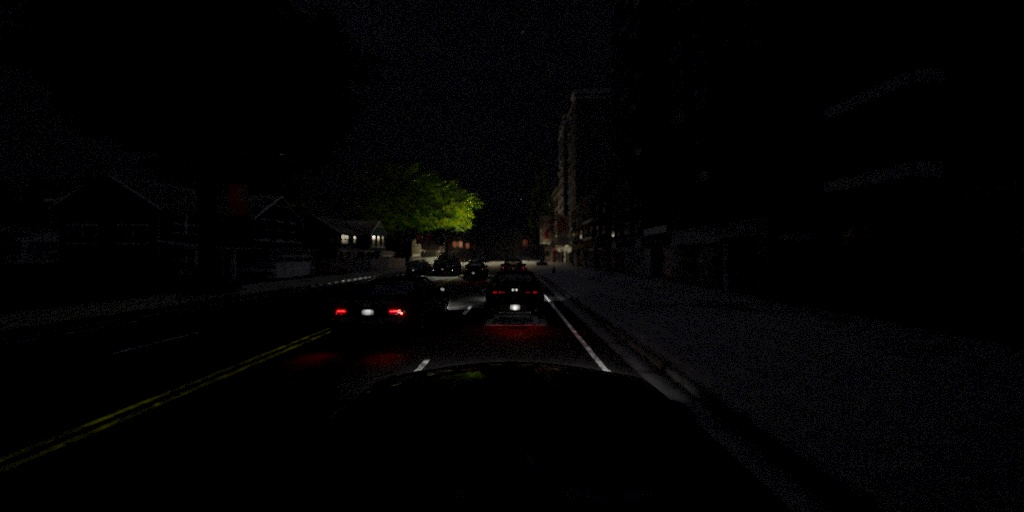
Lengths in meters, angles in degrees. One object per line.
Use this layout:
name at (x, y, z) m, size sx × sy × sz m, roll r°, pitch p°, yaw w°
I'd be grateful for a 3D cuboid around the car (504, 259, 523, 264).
car at (0.111, 1.037, 30.183) m, size 2.097 × 1.767 × 4.553 m, roll 0°, pitch 0°, yaw 0°

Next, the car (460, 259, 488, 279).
car at (-3.135, 1.208, 31.442) m, size 1.812 × 1.442 × 4.674 m, roll 0°, pitch 0°, yaw 0°

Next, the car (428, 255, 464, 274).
car at (-6.575, 0.889, 36.591) m, size 2.150 × 2.045 × 5.566 m, roll 0°, pitch 0°, yaw 0°

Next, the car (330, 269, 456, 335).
car at (-3.159, 1.279, 10.381) m, size 2.033 × 1.411 × 5.357 m, roll 0°, pitch 0°, yaw 0°

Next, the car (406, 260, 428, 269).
car at (-9.820, 1.157, 38.075) m, size 2.128 × 1.511 × 4.902 m, roll 0°, pitch 0°, yaw 0°

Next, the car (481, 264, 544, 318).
car at (0.096, 1.231, 12.884) m, size 1.837 × 1.490 × 4.892 m, roll 0°, pitch 0°, yaw 0°
